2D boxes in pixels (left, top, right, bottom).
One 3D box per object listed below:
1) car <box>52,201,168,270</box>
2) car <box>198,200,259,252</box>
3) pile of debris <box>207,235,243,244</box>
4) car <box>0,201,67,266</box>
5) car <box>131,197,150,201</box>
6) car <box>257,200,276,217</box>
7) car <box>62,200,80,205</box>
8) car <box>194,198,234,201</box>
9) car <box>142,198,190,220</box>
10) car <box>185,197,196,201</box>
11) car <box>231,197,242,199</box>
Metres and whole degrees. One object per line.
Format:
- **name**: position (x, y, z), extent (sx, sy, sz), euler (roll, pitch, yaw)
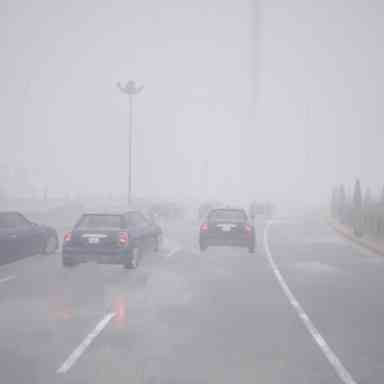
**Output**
- **car**: position (-2.412, 1.343, 11.216), extent (2.097, 1.767, 4.553), euler (0, 0, 7)
- **car**: position (1.616, 1.349, 14.164), extent (2.097, 1.767, 4.553), euler (0, 0, 10)
- **pile of debris**: position (1.566, 2.177, 15.307), extent (1.500, 0.140, 1.860), euler (0, 0, 11)
- **car**: position (-6.054, 1.332, 10.262), extent (2.097, 1.767, 4.553), euler (0, 0, 7)
- **car**: position (-6.135, 1.369, 37.426), extent (2.097, 1.767, 4.553), euler (0, 0, 24)
- **car**: position (6.767, 1.486, 31.592), extent (1.882, 1.535, 5.008), euler (0, 0, 22)
- **car**: position (-12.093, 1.524, 31.559), extent (1.812, 1.442, 4.674), euler (0, 0, 19)
- **car**: position (1.966, 1.511, 28.866), extent (1.837, 1.490, 4.892), euler (0, 0, 19)
- **car**: position (-2.067, 1.507, 27.935), extent (1.837, 1.490, 4.892), euler (0, 0, 18)
- **car**: position (-0.603, 1.651, 61.421), extent (2.033, 1.411, 5.357), euler (0, 0, 36)
- **car**: position (8.658, 1.650, 67.264), extent (1.994, 1.385, 4.181), euler (0, 0, 41)
